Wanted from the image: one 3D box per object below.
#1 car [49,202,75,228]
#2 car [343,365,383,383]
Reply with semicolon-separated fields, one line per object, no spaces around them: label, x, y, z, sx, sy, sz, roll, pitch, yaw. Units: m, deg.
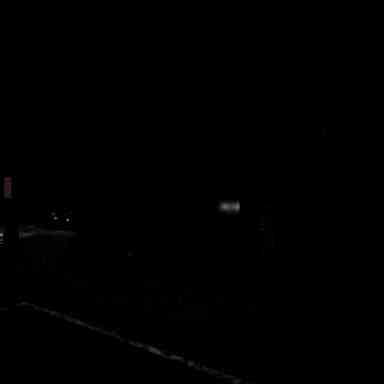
car;-6.969;1.311;23.150;2.150;2.045;5.566;0;0;35
car;2.407;1.441;1.092;4.097;1.590;1.967;0;0;36
